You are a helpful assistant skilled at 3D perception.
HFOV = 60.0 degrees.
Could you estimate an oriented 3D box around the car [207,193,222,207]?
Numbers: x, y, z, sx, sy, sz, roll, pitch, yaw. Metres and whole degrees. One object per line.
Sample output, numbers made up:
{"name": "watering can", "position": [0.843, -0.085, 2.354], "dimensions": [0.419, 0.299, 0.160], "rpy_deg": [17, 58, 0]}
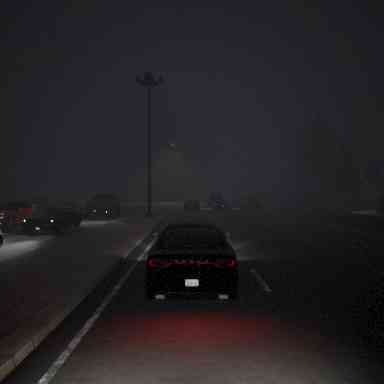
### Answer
{"name": "car", "position": [3.479, 1.217, 49.501], "dimensions": [2.150, 2.045, 5.566], "rpy_deg": [0, 0, 0]}

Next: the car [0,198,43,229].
{"name": "car", "position": [-11.526, 1.350, 20.659], "dimensions": [2.097, 1.767, 4.553], "rpy_deg": [0, 0, 0]}

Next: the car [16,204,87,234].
{"name": "car", "position": [-8.037, 1.599, 19.571], "dimensions": [1.895, 1.301, 4.718], "rpy_deg": [0, 0, 1]}

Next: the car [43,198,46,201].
{"name": "car", "position": [-15.013, 1.349, 31.494], "dimensions": [2.097, 1.767, 4.553], "rpy_deg": [0, 0, 0]}

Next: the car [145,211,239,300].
{"name": "car", "position": [-0.004, 1.477, 8.439], "dimensions": [1.882, 1.535, 5.008], "rpy_deg": [0, 0, 0]}

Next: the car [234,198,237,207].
{"name": "car", "position": [6.979, 1.543, 49.472], "dimensions": [2.033, 1.411, 5.357], "rpy_deg": [0, 0, 0]}

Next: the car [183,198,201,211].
{"name": "car", "position": [-0.016, 1.488, 39.049], "dimensions": [2.128, 1.511, 4.902], "rpy_deg": [0, 0, 0]}

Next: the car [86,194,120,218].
{"name": "car", "position": [-8.013, 1.219, 30.142], "dimensions": [2.150, 2.045, 5.566], "rpy_deg": [0, 0, 0]}

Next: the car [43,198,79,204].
{"name": "car", "position": [-11.513, 1.523, 30.579], "dimensions": [1.812, 1.442, 4.674], "rpy_deg": [0, 0, 0]}

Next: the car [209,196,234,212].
{"name": "car", "position": [3.484, 1.561, 39.467], "dimensions": [1.994, 1.385, 4.181], "rpy_deg": [0, 0, 0]}

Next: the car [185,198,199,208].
{"name": "car", "position": [-0.021, 1.597, 49.500], "dimensions": [1.895, 1.301, 4.718], "rpy_deg": [0, 0, 0]}

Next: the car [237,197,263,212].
{"name": "car", "position": [6.984, 1.349, 39.439], "dimensions": [2.097, 1.767, 4.553], "rpy_deg": [0, 0, 0]}

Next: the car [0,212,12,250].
{"name": "car", "position": [-8.082, 1.563, 10.817], "dimensions": [1.994, 1.385, 4.181], "rpy_deg": [0, 0, 0]}
